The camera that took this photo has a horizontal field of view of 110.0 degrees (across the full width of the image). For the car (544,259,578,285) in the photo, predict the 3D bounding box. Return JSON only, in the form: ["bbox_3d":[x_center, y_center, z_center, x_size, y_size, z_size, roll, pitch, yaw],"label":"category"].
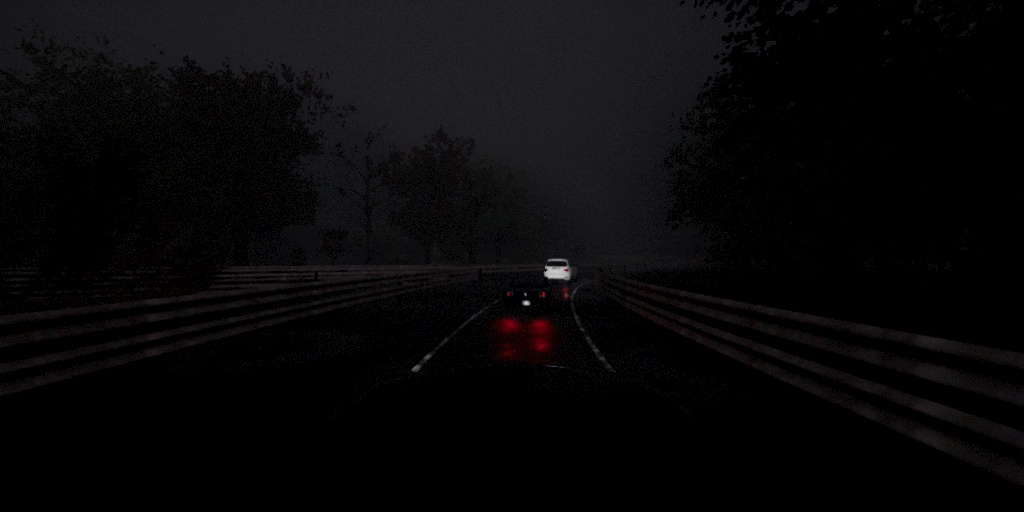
[{"bbox_3d":[4.146,1.254,29.823,2.150,2.045,5.566,0,0,18],"label":"car"}]

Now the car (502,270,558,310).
[{"bbox_3d":[0.859,1.487,15.575,1.895,1.301,4.718,0,-1,8],"label":"car"}]
